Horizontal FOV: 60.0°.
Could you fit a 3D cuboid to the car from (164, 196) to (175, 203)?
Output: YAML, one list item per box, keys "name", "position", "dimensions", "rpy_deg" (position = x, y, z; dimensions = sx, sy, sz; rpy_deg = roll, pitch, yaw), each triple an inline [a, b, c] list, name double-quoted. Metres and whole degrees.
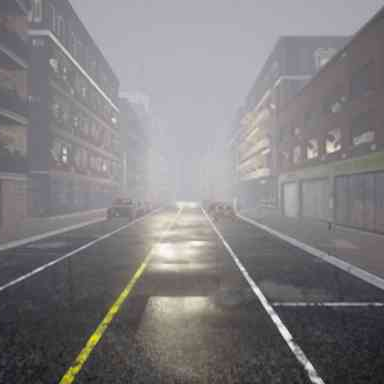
- name: "car"
  position: [-5.704, 1.824, 78.693]
  dimensions: [2.008, 1.369, 4.403]
  rpy_deg: [0, 0, 0]

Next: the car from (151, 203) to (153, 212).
- name: "car"
  position: [-5.697, 1.684, 39.241]
  dimensions: [1.887, 1.381, 4.507]
  rpy_deg: [0, 0, 0]

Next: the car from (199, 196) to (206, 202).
- name: "car"
  position: [2.676, 1.818, 84.497]
  dimensions: [1.752, 1.417, 4.829]
  rpy_deg: [0, 0, 0]

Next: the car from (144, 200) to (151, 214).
- name: "car"
  position: [-5.696, 1.560, 33.604]
  dimensions: [1.967, 1.590, 4.097]
  rpy_deg: [0, 0, 0]

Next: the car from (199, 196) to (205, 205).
- name: "car"
  position: [2.679, 1.768, 61.782]
  dimensions: [2.008, 1.369, 4.403]
  rpy_deg: [0, 0, 0]

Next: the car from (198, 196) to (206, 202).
- name: "car"
  position: [2.674, 1.877, 89.963]
  dimensions: [1.947, 1.339, 4.313]
  rpy_deg: [0, 0, 0]

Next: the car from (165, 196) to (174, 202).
- name: "car"
  position: [-5.706, 1.843, 84.330]
  dimensions: [2.008, 1.369, 4.403]
  rpy_deg: [0, 0, 0]

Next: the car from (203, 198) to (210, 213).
- name: "car"
  position: [2.683, 1.684, 39.238]
  dimensions: [1.887, 1.381, 4.507]
  rpy_deg: [0, 0, 0]

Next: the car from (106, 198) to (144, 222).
- name: "car"
  position: [-5.694, 1.415, 27.969]
  dimensions: [2.192, 1.841, 5.009]
  rpy_deg: [0, 0, 0]

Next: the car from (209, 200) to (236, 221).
- name: "car"
  position: [2.686, 1.626, 28.136]
  dimensions: [1.752, 1.417, 4.829]
  rpy_deg: [0, 0, 0]
